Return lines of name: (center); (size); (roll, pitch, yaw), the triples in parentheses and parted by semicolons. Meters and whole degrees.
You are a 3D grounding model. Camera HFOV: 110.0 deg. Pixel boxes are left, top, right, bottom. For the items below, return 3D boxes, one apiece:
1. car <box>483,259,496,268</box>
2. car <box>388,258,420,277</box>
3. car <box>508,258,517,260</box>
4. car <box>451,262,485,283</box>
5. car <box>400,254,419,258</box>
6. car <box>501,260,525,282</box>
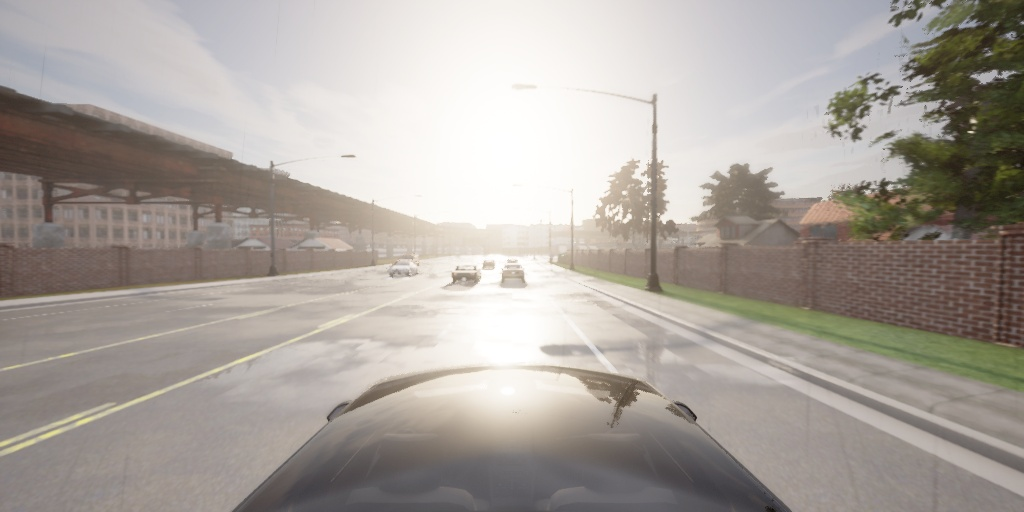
car: (-3.425, 1.096, 54.630); (1.895, 1.301, 4.718); (0, 1, 0)
car: (-10.563, 1.243, 35.202); (1.812, 1.442, 4.674); (0, 0, 0)
car: (0.074, 0.962, 61.021); (1.895, 1.301, 4.718); (0, 1, 0)
car: (-3.412, 1.335, 27.703); (1.895, 1.301, 4.718); (0, 0, 0)
car: (-14.027, 0.817, 48.462); (2.150, 2.045, 5.566); (0, 1, 0)
car: (0.088, 1.281, 28.603); (2.033, 1.411, 5.357); (0, 0, 0)
